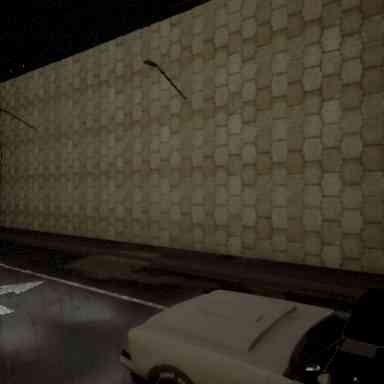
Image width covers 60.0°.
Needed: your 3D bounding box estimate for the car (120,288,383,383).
[{"bbox_3d":[1.593,1.601,2.854,4.718,1.301,1.895,0,0,35],"label":"car"}]
